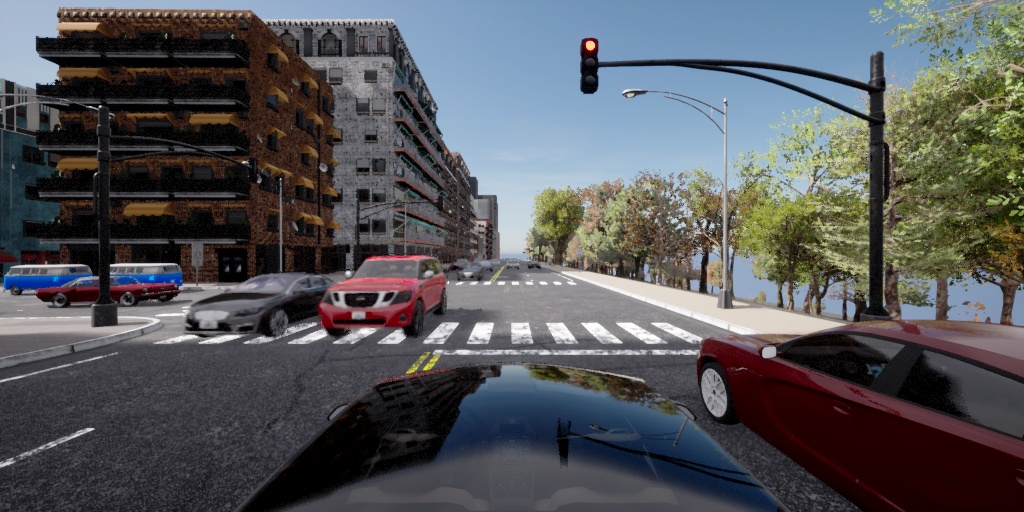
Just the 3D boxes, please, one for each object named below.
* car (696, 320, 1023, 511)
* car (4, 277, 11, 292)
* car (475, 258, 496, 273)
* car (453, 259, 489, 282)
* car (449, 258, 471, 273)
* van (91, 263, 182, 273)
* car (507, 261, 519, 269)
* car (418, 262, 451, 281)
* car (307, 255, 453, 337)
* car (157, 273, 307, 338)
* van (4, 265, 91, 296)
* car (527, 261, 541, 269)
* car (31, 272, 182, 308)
[{"bbox_3d":[3.350,1.228,2.718,1.882,1.535,5.008,0,0,0],"label":"car"},{"bbox_3d":[-22.621,1.624,13.678,4.207,1.307,1.802,0,0,-1],"label":"car"},{"bbox_3d":[-3.311,1.283,44.461,1.812,1.442,4.674,0,0,0],"label":"car"},{"bbox_3d":[-3.324,1.244,29.523,2.128,1.511,4.902,0,0,0],"label":"car"},{"bbox_3d":[-6.557,1.111,45.449,2.097,1.767,4.553,0,0,0],"label":"car"},{"bbox_3d":[-22.701,1.351,22.024,3.998,1.789,1.690,0,0,-1],"label":"van"},{"bbox_3d":[0.151,1.365,56.204,1.895,1.301,4.718,0,0,0],"label":"car"},{"bbox_3d":[-6.572,1.278,30.796,1.812,1.442,4.674,0,0,0],"label":"car"},{"bbox_3d":[-3.357,0.982,10.612,2.150,2.045,5.566,0,-1,0],"label":"car"},{"bbox_3d":[-6.592,1.255,10.246,2.128,1.511,4.902,0,-1,0],"label":"car"},{"bbox_3d":[-28.302,1.425,21.953,3.998,1.789,1.690,0,0,-1],"label":"van"},{"bbox_3d":[3.400,1.365,56.178,1.895,1.301,4.718,0,0,0],"label":"car"},{"bbox_3d":[-18.085,1.573,16.288,4.718,1.301,1.895,-1,0,-1],"label":"car"}]
